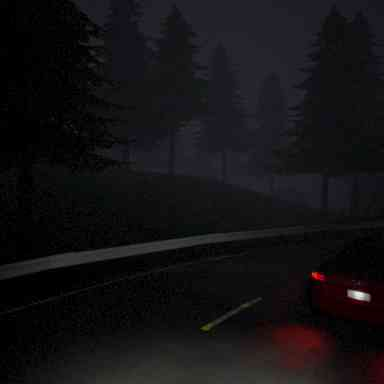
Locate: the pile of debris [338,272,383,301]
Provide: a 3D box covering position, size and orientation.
[{"bbox_3d":[4.538,2.185,7.609,1.860,0.140,1.500,0,0,-39],"label":"pile of debris"}]

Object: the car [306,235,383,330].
[{"bbox_3d":[3.970,1.568,6.600,1.994,1.385,4.181,1,1,44],"label":"car"}]
